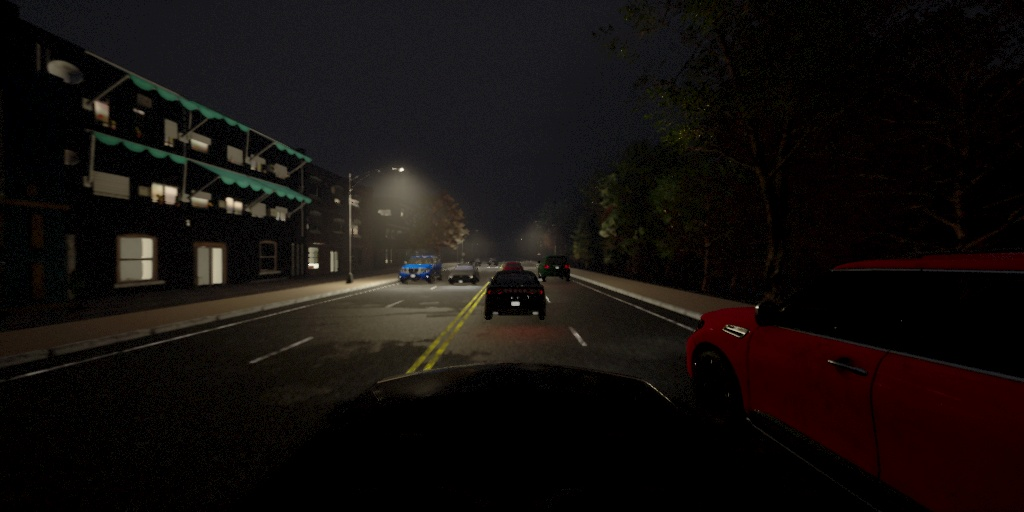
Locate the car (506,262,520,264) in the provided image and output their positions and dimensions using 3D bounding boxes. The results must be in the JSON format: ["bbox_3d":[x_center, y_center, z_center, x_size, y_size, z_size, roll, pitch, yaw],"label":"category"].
[{"bbox_3d":[0.101,1.260,30.990,1.812,1.442,4.674,0,0,0],"label":"car"}]

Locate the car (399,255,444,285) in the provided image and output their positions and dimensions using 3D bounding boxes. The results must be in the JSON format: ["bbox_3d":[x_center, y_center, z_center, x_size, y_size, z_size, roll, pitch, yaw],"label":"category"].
[{"bbox_3d":[-6.595,0.957,26.654,2.150,2.045,5.566,0,0,0],"label":"car"}]

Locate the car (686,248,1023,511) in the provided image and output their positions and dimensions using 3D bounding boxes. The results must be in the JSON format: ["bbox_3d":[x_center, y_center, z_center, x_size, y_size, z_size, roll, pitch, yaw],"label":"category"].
[{"bbox_3d":[3.361,0.971,2.373,2.150,2.045,5.566,0,0,0],"label":"car"}]

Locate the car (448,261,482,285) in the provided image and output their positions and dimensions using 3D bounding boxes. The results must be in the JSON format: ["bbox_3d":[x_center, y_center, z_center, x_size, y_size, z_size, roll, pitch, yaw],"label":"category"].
[{"bbox_3d":[-3.347,1.284,26.064,2.033,1.411,5.357,0,0,0],"label":"car"}]

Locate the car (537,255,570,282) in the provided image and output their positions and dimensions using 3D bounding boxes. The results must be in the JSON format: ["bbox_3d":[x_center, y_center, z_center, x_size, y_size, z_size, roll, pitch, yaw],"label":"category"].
[{"bbox_3d":[3.350,0.957,29.250,2.150,2.045,5.566,0,0,0],"label":"car"}]

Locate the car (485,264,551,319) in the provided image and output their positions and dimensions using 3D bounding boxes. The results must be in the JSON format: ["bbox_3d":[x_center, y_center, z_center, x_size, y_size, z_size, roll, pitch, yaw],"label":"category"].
[{"bbox_3d":[0.101,1.222,12.795,1.882,1.535,5.008,0,0,0],"label":"car"}]
